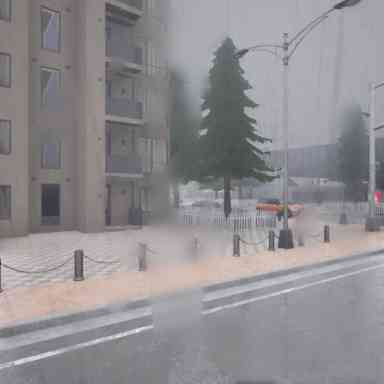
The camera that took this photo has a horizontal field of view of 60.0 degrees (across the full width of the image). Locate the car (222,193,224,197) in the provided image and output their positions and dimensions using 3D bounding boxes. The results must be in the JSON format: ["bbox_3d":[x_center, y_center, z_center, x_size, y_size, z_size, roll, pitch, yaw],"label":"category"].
[{"bbox_3d":[7.449,1.092,94.752,1.905,1.878,3.866,0,0,-37],"label":"car"}]

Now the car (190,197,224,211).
[{"bbox_3d":[1.788,1.579,37.660,1.994,1.385,4.181,0,0,-37],"label":"car"}]

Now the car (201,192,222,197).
[{"bbox_3d":[5.363,1.112,92.687,1.932,1.855,4.605,0,0,-37],"label":"car"}]

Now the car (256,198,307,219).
[{"bbox_3d":[7.878,1.367,29.619,2.097,1.767,4.553,0,0,-37],"label":"car"}]
